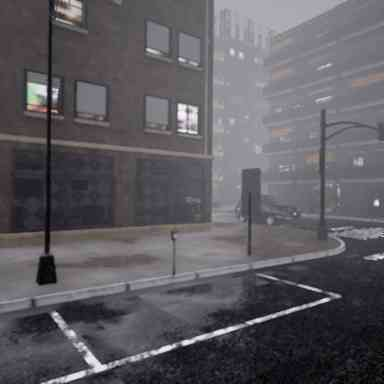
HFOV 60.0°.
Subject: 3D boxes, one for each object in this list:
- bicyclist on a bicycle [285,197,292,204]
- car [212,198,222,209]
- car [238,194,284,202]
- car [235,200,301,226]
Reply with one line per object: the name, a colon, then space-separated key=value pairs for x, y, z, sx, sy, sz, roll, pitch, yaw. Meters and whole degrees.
bicyclist on a bicycle: x=10.227 y=1.347 z=35.303 sx=1.656 sy=1.620 sz=0.582 roll=1 pitch=0 yaw=-36
car: x=1.942 y=1.419 z=41.692 sx=2.008 sy=1.369 sz=4.403 roll=2 pitch=0 yaw=-36
car: x=5.883 y=1.222 z=26.426 sx=2.150 sy=2.045 sz=5.566 roll=1 pitch=0 yaw=-36
car: x=4.974 y=1.546 z=23.282 sx=2.008 sy=1.369 sz=4.403 roll=2 pitch=0 yaw=-36
